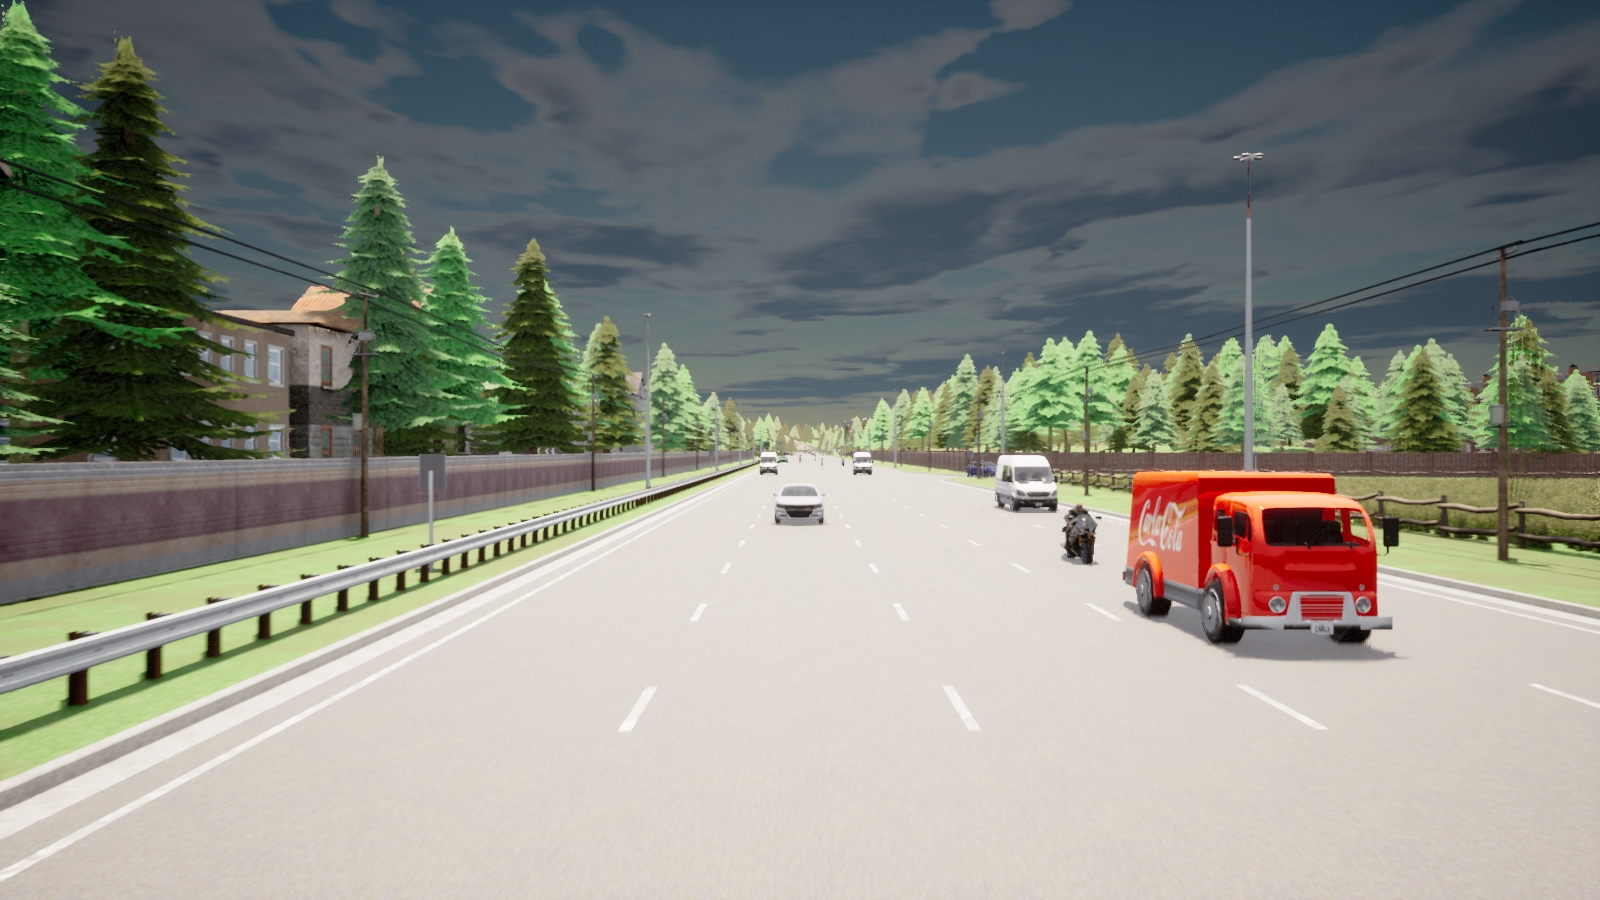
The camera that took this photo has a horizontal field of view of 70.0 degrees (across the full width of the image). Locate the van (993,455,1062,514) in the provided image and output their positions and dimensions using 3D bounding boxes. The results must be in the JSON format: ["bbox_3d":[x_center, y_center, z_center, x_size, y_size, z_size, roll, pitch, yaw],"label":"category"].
[{"bbox_3d":[10.499,1.534,53.165,1.988,2.561,5.915,0,0,0],"label":"van"}]

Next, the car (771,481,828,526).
[{"bbox_3d":[-0.027,2.034,44.610,2.097,1.535,5.006,0,0,0],"label":"car"}]

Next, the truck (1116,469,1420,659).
[{"bbox_3d":[6.999,1.571,17.923,2.627,2.467,5.204,0,0,0],"label":"truck"}]

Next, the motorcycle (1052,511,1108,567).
[{"bbox_3d":[7.001,2.205,28.687,0.867,1.251,2.209,0,0,0],"label":"motorcycle"}]
